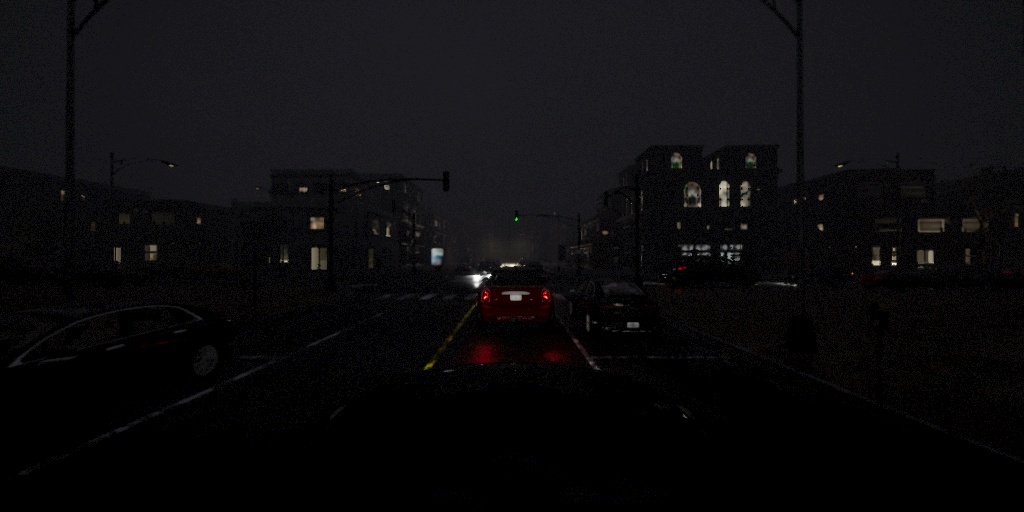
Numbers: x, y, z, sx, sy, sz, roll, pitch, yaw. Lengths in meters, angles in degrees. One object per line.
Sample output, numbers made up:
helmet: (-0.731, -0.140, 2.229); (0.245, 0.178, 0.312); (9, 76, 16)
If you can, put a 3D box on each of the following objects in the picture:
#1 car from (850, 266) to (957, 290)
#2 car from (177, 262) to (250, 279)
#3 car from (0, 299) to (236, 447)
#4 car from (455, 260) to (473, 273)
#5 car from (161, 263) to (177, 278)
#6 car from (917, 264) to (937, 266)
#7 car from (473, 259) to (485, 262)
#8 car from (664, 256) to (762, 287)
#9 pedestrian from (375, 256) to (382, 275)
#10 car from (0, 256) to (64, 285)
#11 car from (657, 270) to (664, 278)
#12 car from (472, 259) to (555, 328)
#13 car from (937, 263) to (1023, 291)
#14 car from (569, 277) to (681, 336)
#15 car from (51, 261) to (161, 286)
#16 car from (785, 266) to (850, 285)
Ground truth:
car: (23.640, 1.424, 21.770); (4.207, 1.307, 1.802); (0, 0, 1)
car: (-25.458, 1.186, 30.936); (4.829, 1.417, 1.751); (0, 0, 1)
car: (-5.690, 1.300, 4.478); (2.007, 1.370, 4.403); (0, 0, 0)
car: (-5.695, 1.322, 42.556); (1.802, 1.307, 4.207); (0, 0, 0)
car: (-30.824, 1.220, 31.018); (4.207, 1.307, 1.802); (0, 0, 1)
car: (33.724, 1.427, 27.436); (4.892, 1.490, 1.837); (0, 0, 1)
car: (-3.078, 1.342, 41.412); (1.895, 1.301, 4.718); (0, 0, -1)
car: (13.945, 1.031, 24.750); (5.566, 2.045, 2.150); (0, 0, 3)
pedestrian: (-12.555, 0.872, 33.689); (0.375, 1.860, 0.375); (0, -1, 1)
car: (-30.954, 0.909, 22.638); (5.009, 1.841, 2.192); (0, 0, 1)
car: (13.782, 1.328, 27.741); (4.892, 1.490, 1.837); (0, 0, 1)
car: (0.100, 1.100, 11.455); (2.097, 1.767, 4.553); (0, 0, 0)
car: (29.175, 1.310, 21.720); (4.097, 1.591, 1.967); (0, 0, 1)
car: (2.690, 1.298, 10.154); (2.007, 1.370, 4.403); (0, 0, 0)
car: (-25.418, 1.169, 22.554); (4.403, 1.370, 2.007); (0, 0, 1)
car: (23.629, 1.436, 27.592); (4.181, 1.385, 1.994); (0, 0, 2)
